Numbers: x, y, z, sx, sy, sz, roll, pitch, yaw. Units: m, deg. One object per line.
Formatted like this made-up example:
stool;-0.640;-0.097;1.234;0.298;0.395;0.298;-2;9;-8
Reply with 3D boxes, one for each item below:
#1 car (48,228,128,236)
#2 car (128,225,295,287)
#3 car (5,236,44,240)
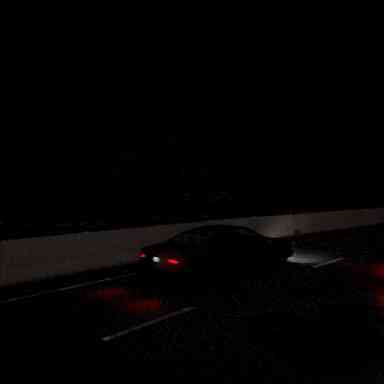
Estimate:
car;-3.624;1.894;15.520;5.357;1.411;2.033;0;-1;-43
car;0.943;1.709;9.949;5.357;1.411;2.033;0;-1;-43
car;-10.265;1.882;18.694;4.553;1.767;2.097;0;-1;-44
